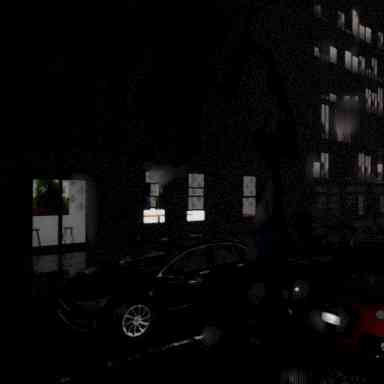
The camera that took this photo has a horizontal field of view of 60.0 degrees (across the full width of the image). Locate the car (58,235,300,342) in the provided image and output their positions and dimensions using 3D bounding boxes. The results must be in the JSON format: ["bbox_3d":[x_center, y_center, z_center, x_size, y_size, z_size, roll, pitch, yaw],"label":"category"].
[{"bbox_3d":[-0.210,1.555,6.388,4.403,1.369,2.008,0,0,-35],"label":"car"}]

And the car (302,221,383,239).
[{"bbox_3d":[4.424,1.560,9.665,4.403,1.369,2.008,0,0,-35],"label":"car"}]

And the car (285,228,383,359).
[{"bbox_3d":[3.550,1.570,5.761,4.181,1.385,1.994,0,0,-35],"label":"car"}]
